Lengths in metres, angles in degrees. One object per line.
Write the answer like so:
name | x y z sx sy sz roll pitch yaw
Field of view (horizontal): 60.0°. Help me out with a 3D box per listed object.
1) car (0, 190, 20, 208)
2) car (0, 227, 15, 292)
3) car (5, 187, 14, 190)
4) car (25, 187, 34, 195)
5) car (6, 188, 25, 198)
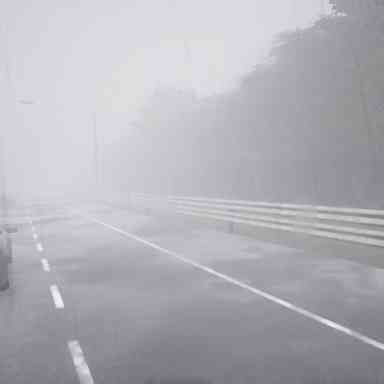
car | -19.324 0.876 34.445 2.128 1.511 4.902 -3 2 -27
car | -5.382 1.381 7.898 1.837 1.490 4.892 -3 2 -28
car | -44.733 -0.238 82.009 2.150 2.045 5.566 -2 2 -21
car | -41.604 -0.113 83.639 1.837 1.490 4.892 -2 2 -21
car | -31.125 0.480 58.690 1.994 1.385 4.181 -3 2 -24
